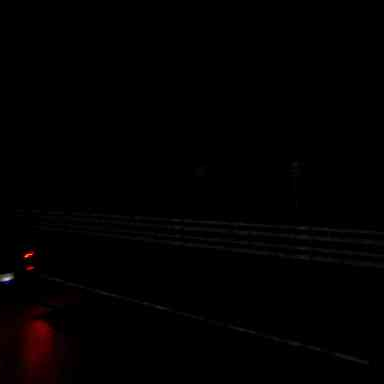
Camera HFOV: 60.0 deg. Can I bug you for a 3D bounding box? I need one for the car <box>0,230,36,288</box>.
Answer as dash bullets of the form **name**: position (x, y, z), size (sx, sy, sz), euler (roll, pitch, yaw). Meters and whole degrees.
- **car**: position (-5.573, 1.526, 7.959), size (4.674, 1.442, 1.812), euler (0, 0, 35)
